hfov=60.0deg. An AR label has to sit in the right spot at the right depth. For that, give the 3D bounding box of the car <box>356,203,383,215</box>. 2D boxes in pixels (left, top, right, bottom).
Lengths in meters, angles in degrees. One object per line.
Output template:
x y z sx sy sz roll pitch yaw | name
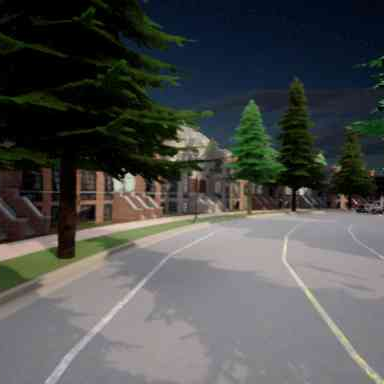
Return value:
22.492 2.130 41.939 4.181 1.385 1.994 1 0 -36 | car
